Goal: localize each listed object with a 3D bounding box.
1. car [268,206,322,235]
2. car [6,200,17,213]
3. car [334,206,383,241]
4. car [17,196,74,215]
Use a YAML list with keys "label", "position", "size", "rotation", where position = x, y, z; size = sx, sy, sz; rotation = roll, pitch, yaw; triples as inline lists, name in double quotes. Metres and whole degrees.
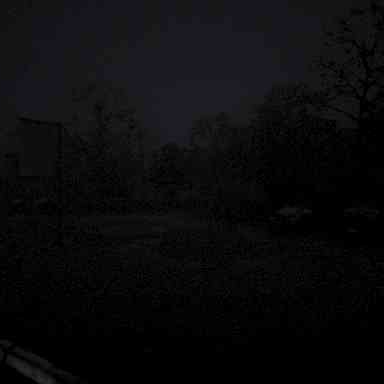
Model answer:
- label: "car"
  position: [5.764, 1.475, 18.432]
  size: [2.002, 1.452, 4.674]
  rotation: [0, 0, 36]
- label: "car"
  position: [-16.643, 1.394, 34.386]
  size: [2.002, 1.452, 4.674]
  rotation: [0, 0, 35]
- label: "car"
  position: [8.429, 1.446, 16.526]
  size: [2.231, 1.521, 4.892]
  rotation: [0, 0, 36]
- label: "car"
  position: [-14.020, 1.236, 32.603]
  size: [2.185, 1.767, 4.553]
  rotation: [0, 0, 35]
